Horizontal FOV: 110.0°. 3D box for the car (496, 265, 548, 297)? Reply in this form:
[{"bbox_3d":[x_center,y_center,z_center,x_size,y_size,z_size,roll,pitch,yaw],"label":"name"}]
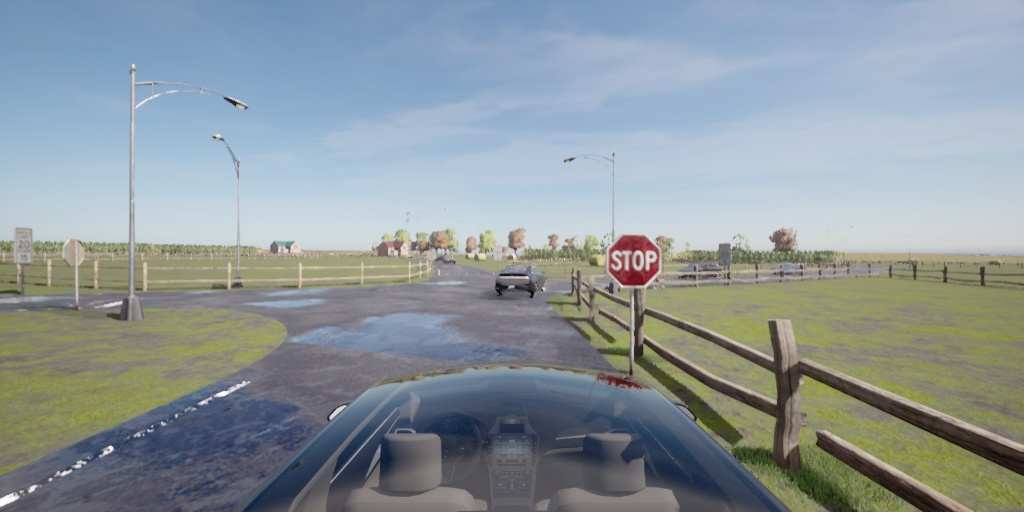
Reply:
[{"bbox_3d":[0.604,1.178,18.348,2.128,1.511,4.902,0,0,15],"label":"car"}]

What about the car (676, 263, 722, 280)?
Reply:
[{"bbox_3d":[16.985,1.348,32.538,4.892,1.490,1.837,0,0,-30],"label":"car"}]

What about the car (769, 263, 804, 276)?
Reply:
[{"bbox_3d":[31.934,1.525,41.626,5.357,1.411,2.033,0,0,-33],"label":"car"}]
